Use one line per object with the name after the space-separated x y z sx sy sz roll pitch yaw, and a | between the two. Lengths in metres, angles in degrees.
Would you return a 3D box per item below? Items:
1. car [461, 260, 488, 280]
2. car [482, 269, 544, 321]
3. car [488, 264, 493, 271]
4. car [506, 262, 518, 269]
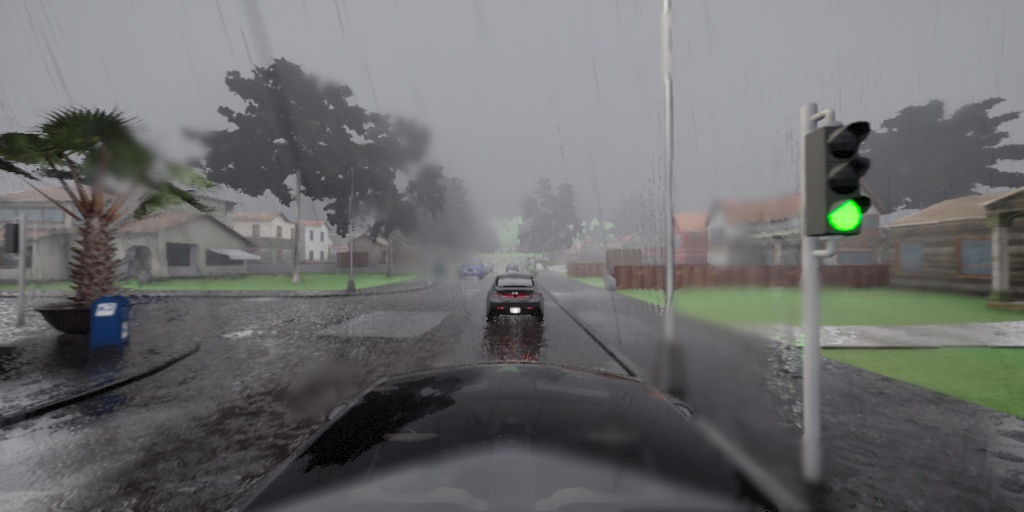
-4.095 1.421 38.377 2.150 2.045 5.566 0 -1 0 | car
0.100 1.394 13.081 1.837 1.490 4.892 0 -1 0 | car
-4.067 1.814 48.422 2.128 1.511 4.902 0 -1 0 | car
0.010 1.836 61.580 2.097 1.767 4.553 0 -1 0 | car
